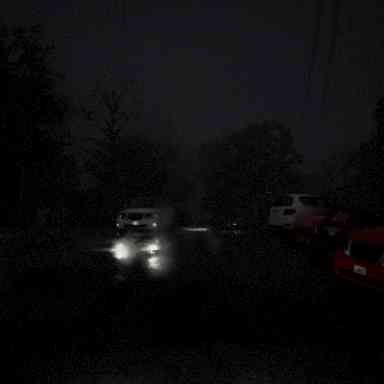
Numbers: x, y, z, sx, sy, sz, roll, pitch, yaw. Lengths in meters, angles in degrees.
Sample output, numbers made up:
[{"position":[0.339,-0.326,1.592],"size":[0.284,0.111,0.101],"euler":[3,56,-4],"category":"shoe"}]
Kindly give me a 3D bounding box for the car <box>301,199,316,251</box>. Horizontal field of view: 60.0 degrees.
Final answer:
[{"position":[6.014,1.222,10.040],"size":[4.553,1.767,2.185],"euler":[1,0,-16],"category":"car"}]

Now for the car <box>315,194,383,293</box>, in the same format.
[{"position":[5.809,1.135,6.995],"size":[5.566,2.045,2.435],"euler":[0,1,-16],"category":"car"}]

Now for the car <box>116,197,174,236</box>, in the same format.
[{"position":[-2.387,1.287,18.497],"size":[2.150,2.045,5.566],"euler":[-1,-4,7],"category":"car"}]

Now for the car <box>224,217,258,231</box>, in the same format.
[{"position":[5.352,3.477,36.199],"size":[1.837,1.490,4.892],"euler":[-4,-9,40],"category":"car"}]

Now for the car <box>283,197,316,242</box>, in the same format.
[{"position":[6.268,1.222,13.054],"size":[4.553,1.767,2.185],"euler":[1,-2,-17],"category":"car"}]

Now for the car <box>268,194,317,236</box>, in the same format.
[{"position":[6.411,1.178,16.004],"size":[5.566,2.045,2.435],"euler":[2,-4,-16],"category":"car"}]
